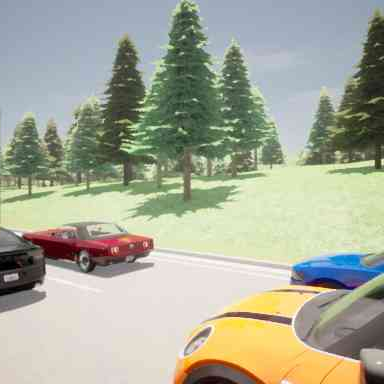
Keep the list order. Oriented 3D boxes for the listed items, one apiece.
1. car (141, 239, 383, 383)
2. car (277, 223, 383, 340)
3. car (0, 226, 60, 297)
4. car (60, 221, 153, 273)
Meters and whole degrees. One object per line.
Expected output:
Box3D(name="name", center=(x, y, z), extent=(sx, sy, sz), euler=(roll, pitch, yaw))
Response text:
Box3D(name="car", center=(2.024, 1.352, 2.544), extent=(4.553, 1.767, 2.097), euler=(0, 0, 36))
Box3D(name="car", center=(4.120, 1.478, 5.346), extent=(5.008, 1.535, 1.882), euler=(0, 0, 36))
Box3D(name="car", center=(-5.443, 1.476, 7.782), extent=(5.008, 1.535, 1.882), euler=(0, 0, 36))
Box3D(name="car", center=(-3.555, 1.599, 10.736), extent=(4.718, 1.301, 1.895), euler=(0, 0, 36))
